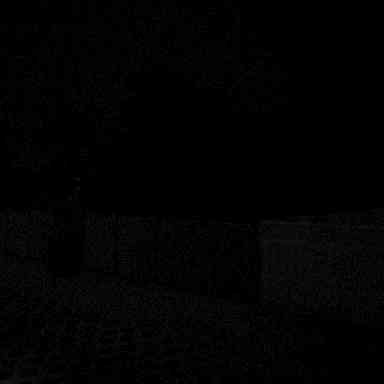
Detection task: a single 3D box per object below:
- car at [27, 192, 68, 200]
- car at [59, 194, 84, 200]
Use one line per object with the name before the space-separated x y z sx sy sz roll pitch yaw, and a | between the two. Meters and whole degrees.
car | -18.031 0.997 42.013 2.150 2.045 5.566 0 0 30
car | -14.119 1.256 42.254 1.812 1.442 4.674 0 1 30
